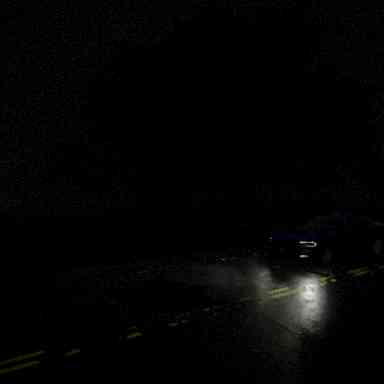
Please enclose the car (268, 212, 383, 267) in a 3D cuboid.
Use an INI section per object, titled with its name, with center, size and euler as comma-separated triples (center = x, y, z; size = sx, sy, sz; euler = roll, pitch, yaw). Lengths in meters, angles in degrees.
[car]
center = 4.775, 1.474, 11.542
size = 5.008, 1.535, 1.882
euler = 0, 0, -35
